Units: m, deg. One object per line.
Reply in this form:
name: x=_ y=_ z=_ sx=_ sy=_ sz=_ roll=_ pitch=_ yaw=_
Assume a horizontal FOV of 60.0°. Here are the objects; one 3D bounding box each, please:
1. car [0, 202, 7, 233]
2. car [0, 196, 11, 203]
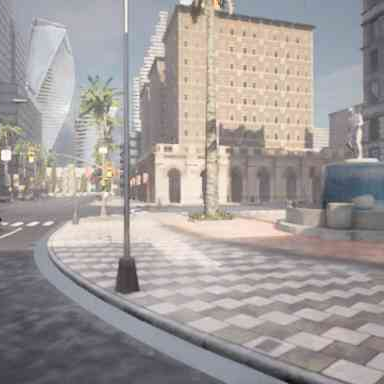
car: x=-10.970 y=1.494 z=16.654 sx=1.882 sy=1.535 sz=5.008 roll=0 pitch=0 yaw=-17
car: x=-39.428 y=1.548 z=69.599 sx=2.161 sy=1.482 sz=4.786 roll=0 pitch=0 yaw=-15
